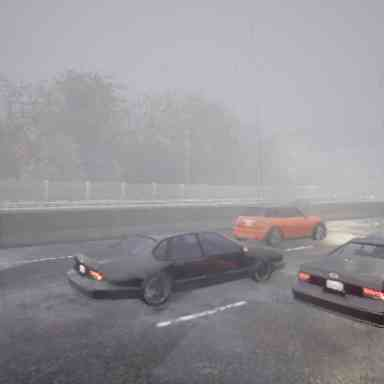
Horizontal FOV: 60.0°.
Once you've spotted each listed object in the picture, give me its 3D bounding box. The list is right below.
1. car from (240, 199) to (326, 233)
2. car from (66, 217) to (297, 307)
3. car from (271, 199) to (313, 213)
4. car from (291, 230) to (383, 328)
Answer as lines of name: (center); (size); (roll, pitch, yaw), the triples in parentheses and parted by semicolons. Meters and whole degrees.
car: (4.129, 1.378, 15.291); (4.553, 1.767, 2.097); (0, 0, -36)
car: (-0.098, 1.556, 7.980); (5.357, 1.411, 2.033); (0, 0, -35)
car: (11.470, 1.553, 37.891); (5.008, 1.535, 1.882); (0, 0, -35)
car: (4.358, 1.562, 6.856); (5.357, 1.411, 2.033); (0, 0, -36)
